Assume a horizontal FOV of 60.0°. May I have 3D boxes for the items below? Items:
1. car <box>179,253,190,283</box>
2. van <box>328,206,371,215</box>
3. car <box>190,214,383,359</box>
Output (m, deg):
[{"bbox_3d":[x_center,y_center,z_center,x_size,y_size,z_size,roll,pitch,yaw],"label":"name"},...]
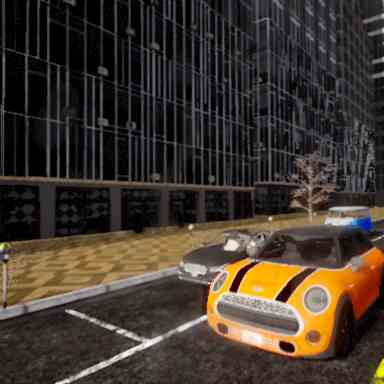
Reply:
[{"bbox_3d":[1.450,1.767,9.664,2.008,1.369,4.403,-1,-2,40],"label":"car"},{"bbox_3d":[8.709,1.698,18.437,1.690,1.788,3.998,-1,-2,40],"label":"van"},{"bbox_3d":[2.272,1.489,6.445,2.097,1.767,4.553,-1,-2,40],"label":"car"}]
